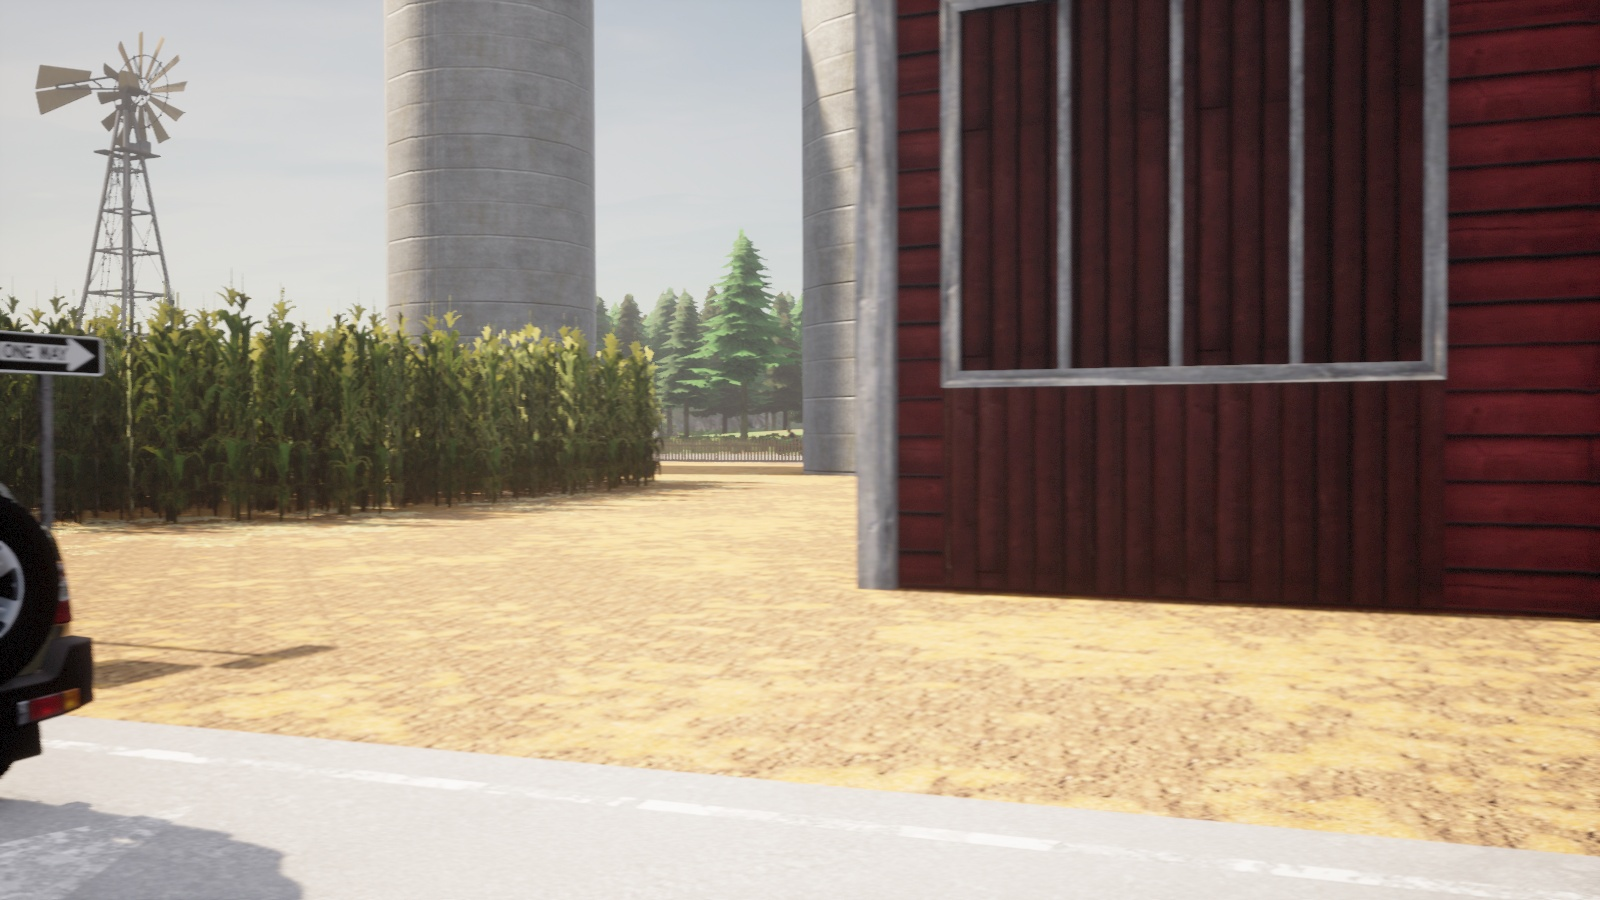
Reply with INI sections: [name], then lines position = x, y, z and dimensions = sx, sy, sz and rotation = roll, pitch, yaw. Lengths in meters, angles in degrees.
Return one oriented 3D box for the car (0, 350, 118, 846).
[car]
position = -5.302, 0.542, 5.093
dimensions = 4.605, 1.855, 1.932
rotation = 1, 1, 22
